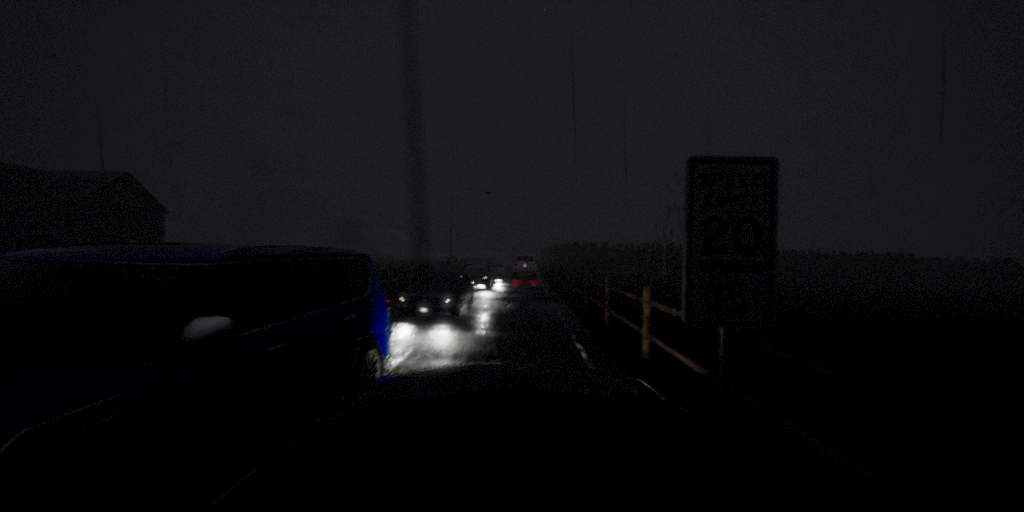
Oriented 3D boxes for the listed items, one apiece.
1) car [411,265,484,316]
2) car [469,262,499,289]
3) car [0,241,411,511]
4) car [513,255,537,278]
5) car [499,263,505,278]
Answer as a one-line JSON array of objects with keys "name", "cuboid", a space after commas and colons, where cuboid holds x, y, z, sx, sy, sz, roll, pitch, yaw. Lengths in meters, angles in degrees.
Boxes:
[{"name": "car", "cuboid": [-2.506, 1.218, 13.258, 2.033, 1.411, 5.357, 2, 0, 2]}, {"name": "car", "cuboid": [-2.139, 1.194, 22.831, 1.812, 1.442, 4.674, 2, 0, 2]}, {"name": "car", "cuboid": [-2.891, 0.893, 3.014, 2.150, 2.045, 5.566, 2, 0, 3]}, {"name": "car", "cuboid": [1.237, 0.953, 34.443, 2.150, 2.045, 5.566, 2, -1, 2]}, {"name": "car", "cuboid": [-1.735, 1.265, 32.952, 1.895, 1.301, 4.718, 2, 0, 3]}]
